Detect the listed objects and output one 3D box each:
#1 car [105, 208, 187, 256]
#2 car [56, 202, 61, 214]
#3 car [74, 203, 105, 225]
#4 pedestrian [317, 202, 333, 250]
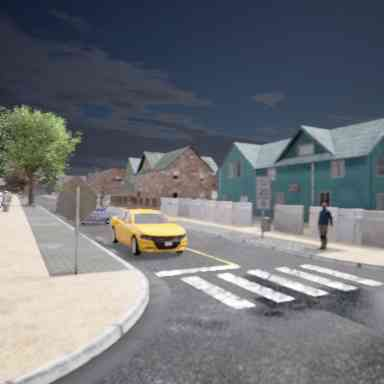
[{"bbox_3d":[-1.894,1.461,13.407,1.882,1.535,5.008,2,0,-27],"label":"car"},{"bbox_3d":[-12.698,1.374,33.910,1.837,1.490,4.892,2,0,-28],"label":"car"},{"bbox_3d":[-7.084,1.453,23.271,1.812,1.442,4.674,2,0,-28],"label":"car"},{"bbox_3d":[5.087,1.300,12.836,0.375,1.860,0.375,3,-2,-28],"label":"pedestrian"}]
